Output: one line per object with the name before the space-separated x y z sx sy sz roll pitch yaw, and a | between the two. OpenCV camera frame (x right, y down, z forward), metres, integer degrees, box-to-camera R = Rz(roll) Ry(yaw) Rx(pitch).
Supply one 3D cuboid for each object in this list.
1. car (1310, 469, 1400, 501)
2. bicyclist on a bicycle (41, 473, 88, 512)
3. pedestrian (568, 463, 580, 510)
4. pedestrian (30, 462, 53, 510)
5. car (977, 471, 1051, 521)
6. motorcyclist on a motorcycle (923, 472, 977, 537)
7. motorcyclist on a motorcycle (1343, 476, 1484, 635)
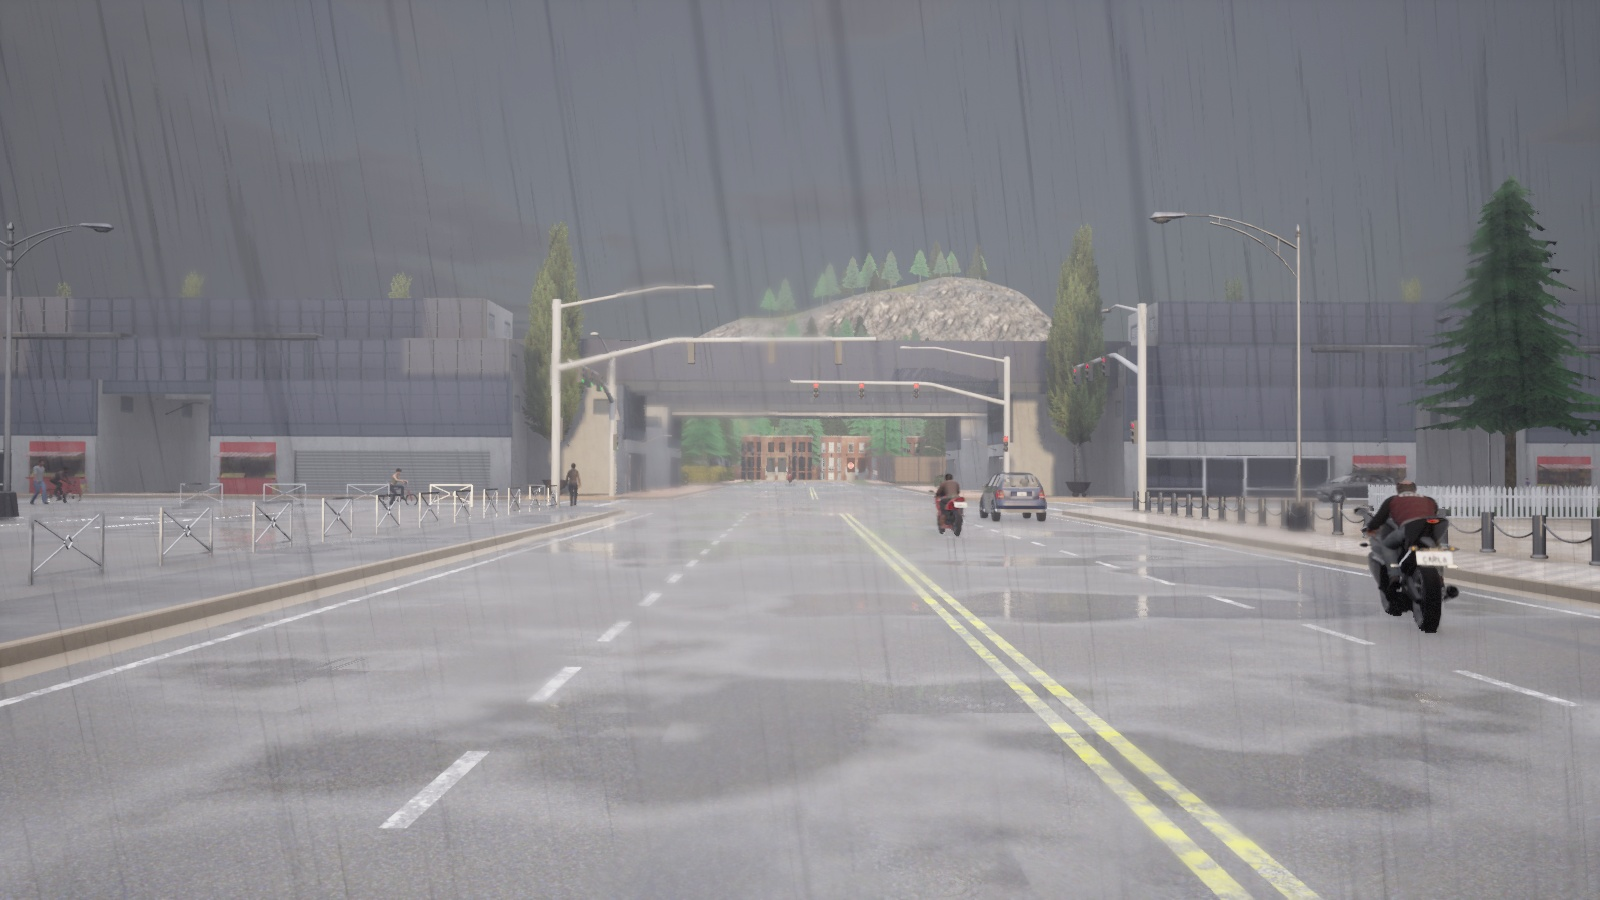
car | 27.905 1.740 63.183 3.705 1.549 1.789 0 -1 0
bicyclist on a bicycle | -30.960 1.777 52.857 1.656 1.620 0.582 0 -1 2
pedestrian | -8.904 1.436 49.548 0.328 1.805 0.869 0 -1 0
pedestrian | -29.209 1.400 48.360 0.706 1.836 0.354 -1 -1 19
car | 6.895 1.449 40.792 1.789 1.549 3.705 0 -1 0
motorcyclist on a motorcycle | 3.608 1.292 30.404 0.797 1.523 2.044 1 -1 -8
motorcyclist on a motorcycle | 6.433 1.047 13.298 0.866 1.530 2.191 -1 -1 14
